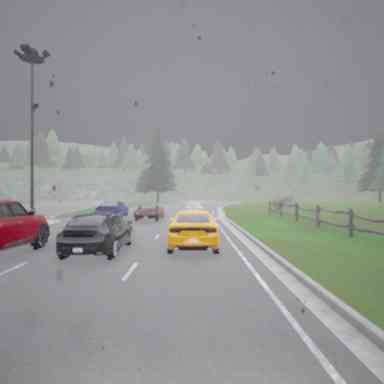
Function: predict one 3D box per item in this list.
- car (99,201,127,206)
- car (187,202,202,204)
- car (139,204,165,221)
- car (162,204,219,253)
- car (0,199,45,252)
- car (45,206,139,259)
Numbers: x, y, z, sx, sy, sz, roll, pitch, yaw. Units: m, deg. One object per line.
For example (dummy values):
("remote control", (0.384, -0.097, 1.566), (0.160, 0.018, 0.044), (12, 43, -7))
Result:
("car", (-6.765, 1.482, 28.701), (1.882, 1.535, 5.008), (0, 0, 3))
("car", (0.209, 1.530, 28.208), (1.812, 1.442, 4.674), (0, 0, 3))
("car", (-3.350, 1.605, 26.911), (1.895, 1.301, 4.718), (0, 0, 2))
("car", (0.056, 1.480, 13.672), (1.882, 1.535, 5.008), (0, 0, 1))
("car", (-6.968, 1.226, 11.388), (2.150, 2.045, 5.566), (0, 0, 0))
("car", (-3.454, 1.508, 12.541), (1.837, 1.490, 4.892), (0, 0, 1))
